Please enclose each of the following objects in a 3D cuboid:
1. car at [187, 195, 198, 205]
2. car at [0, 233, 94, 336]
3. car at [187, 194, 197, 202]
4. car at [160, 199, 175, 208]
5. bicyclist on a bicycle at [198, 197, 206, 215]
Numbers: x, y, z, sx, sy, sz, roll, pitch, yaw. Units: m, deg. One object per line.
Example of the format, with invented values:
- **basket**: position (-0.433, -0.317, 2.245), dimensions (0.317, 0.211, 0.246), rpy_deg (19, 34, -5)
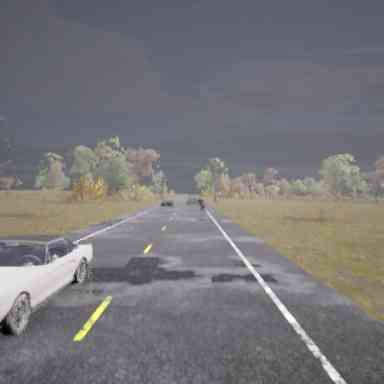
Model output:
- **car**: position (0.055, 1.519, 58.583), dimensions (2.128, 1.511, 4.902), rpy_deg (0, 0, 1)
- **car**: position (-3.600, 1.605, 6.794), dimensions (1.895, 1.301, 4.718), rpy_deg (0, 0, 0)
- **car**: position (0.014, 1.388, 75.477), dimensions (2.097, 1.767, 4.553), rpy_deg (0, 0, 0)
- **car**: position (-3.568, 1.623, 48.734), dimensions (1.895, 1.301, 4.718), rpy_deg (0, 0, 0)
- **bicyclist on a bicycle**: position (0.968, 1.467, 29.513), dimensions (0.582, 1.620, 1.656), rpy_deg (0, 0, 0)
